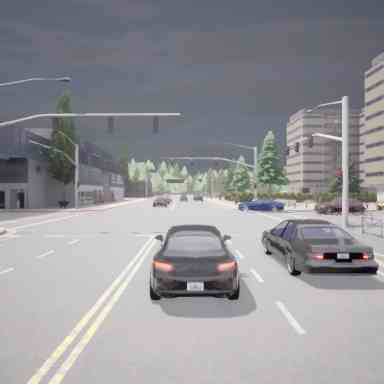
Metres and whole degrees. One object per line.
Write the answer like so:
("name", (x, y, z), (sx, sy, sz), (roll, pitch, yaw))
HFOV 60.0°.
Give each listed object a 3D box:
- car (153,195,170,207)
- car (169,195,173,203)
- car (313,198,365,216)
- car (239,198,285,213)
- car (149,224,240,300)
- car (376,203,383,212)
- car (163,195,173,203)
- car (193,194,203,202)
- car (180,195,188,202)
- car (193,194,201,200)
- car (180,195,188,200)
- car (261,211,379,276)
("car", (-4.780, 1.564, 50.292), (1.994, 1.385, 4.181), (0, 0, -2))
("car", (-5.018, 1.563, 60.269), (1.994, 1.385, 4.181), (0, 0, -2))
("car", (14.297, 1.352, 32.469), (4.553, 1.767, 2.097), (0, 0, -2))
("car", (7.669, 1.477, 36.778), (5.008, 1.535, 1.882), (0, 0, 15))
("car", (0.037, 1.526, 8.247), (1.812, 1.442, 4.674), (0, 0, -1))
("car", (22.785, 1.477, 36.213), (5.008, 1.535, 1.882), (0, 0, -2))
("car", (-5.270, 1.477, 72.683), (1.882, 1.535, 5.008), (0, 0, -1))
("car", (1.578, 1.494, 78.659), (1.837, 1.490, 4.892), (0, 0, -1))
("car", (-1.910, 1.532, 78.167), (2.033, 1.411, 5.357), (0, 0, -1))
("car", (1.316, 1.391, 88.890), (1.882, 1.535, 5.008), (0, 0, -1))
("car", (-2.183, 1.466, 88.802), (1.994, 1.385, 4.181), (0, 0, -1))
("car", (3.534, 1.547, 10.304), (2.033, 1.411, 5.357), (0, 0, 0))
